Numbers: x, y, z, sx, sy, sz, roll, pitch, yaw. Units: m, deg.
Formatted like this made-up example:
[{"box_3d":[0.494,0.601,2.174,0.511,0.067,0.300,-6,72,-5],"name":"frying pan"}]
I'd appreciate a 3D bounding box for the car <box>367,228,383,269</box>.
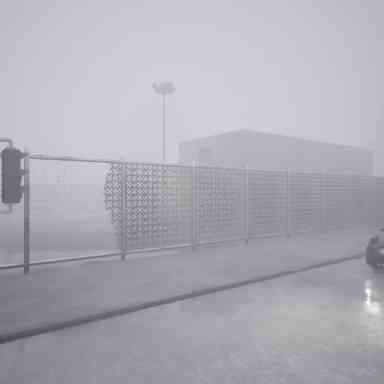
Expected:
[{"box_3d":[7.106,1.491,9.990,4.902,1.511,2.128,0,0,-37],"name":"car"}]
